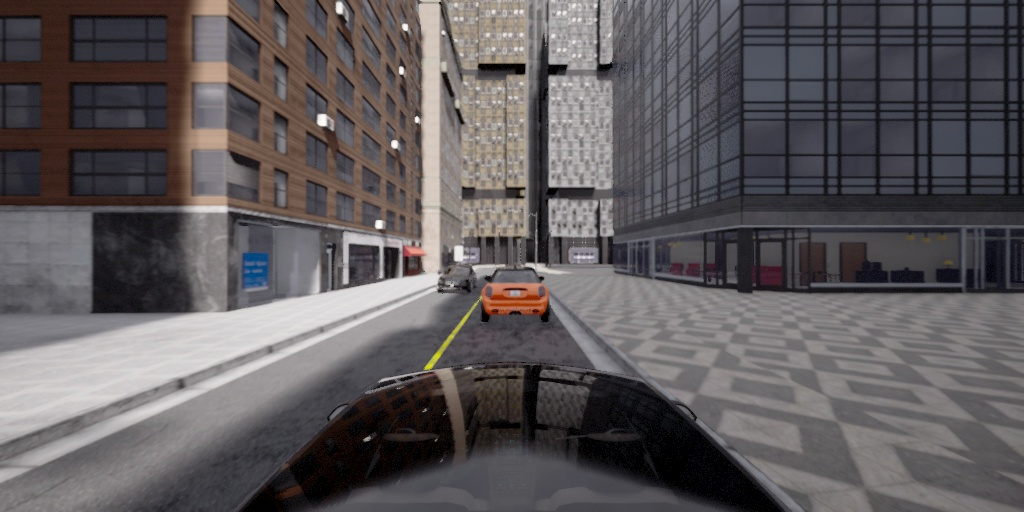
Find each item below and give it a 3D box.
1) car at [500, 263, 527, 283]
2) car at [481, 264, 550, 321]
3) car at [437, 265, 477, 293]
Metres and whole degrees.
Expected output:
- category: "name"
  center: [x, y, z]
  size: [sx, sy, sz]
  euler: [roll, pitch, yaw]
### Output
- category: "car"
  center: [0.093, 1.340, 29.339]
  size: [2.033, 1.411, 5.357]
  euler: [0, 0, 0]
- category: "car"
  center: [0.098, 1.117, 12.690]
  size: [2.097, 1.767, 4.553]
  euler: [0, 0, 0]
- category: "car"
  center: [-3.103, 1.281, 20.973]
  size: [1.837, 1.490, 4.892]
  euler: [0, 0, 0]
